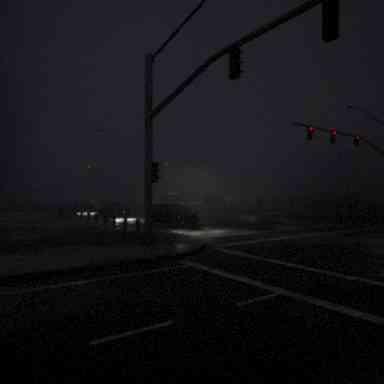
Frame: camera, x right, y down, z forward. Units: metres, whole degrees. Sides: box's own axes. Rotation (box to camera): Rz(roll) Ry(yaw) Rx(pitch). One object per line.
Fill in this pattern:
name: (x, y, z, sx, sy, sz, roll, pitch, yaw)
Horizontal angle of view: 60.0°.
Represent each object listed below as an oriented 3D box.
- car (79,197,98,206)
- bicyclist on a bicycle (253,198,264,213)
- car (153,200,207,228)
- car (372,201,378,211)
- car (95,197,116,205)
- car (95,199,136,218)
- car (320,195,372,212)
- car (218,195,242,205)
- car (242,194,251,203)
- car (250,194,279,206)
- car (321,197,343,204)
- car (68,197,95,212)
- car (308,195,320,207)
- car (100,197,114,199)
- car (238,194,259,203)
car: (-18.509, 1.661, 59.369, 1.994, 1.385, 4.181, 0, 0, -36)
bicyclist on a bicycle: (7.237, 1.431, 35.998, 1.656, 1.620, 0.582, 0, 0, -36)
car: (-1.391, 1.538, 23.174, 1.882, 1.535, 5.008, 0, 0, -36)
car: (20.230, 1.347, 40.292, 1.905, 1.878, 3.866, 0, 0, -36)
car: (-16.172, 1.661, 61.965, 2.033, 1.411, 5.357, 0, 0, -36)
car: (-7.175, 1.625, 31.240, 1.994, 1.385, 4.181, 0, 0, -36)
car: (17.841, 1.330, 38.657, 1.932, 1.855, 4.605, 0, 0, -36)
car: (8.241, 1.629, 71.737, 1.970, 1.475, 3.806, 0, 0, -36)
car: (10.599, 1.611, 73.415, 1.784, 1.438, 3.905, 0, 0, -36)
car: (12.301, 1.600, 56.089, 1.970, 1.475, 3.806, 0, 0, -36)
car: (28.410, 1.662, 67.591, 1.784, 1.438, 3.905, 0, 0, -36)
car: (-13.274, 1.609, 39.755, 2.033, 1.411, 5.357, 0, 0, -36)
car: (26.015, 1.438, 65.964, 1.932, 1.855, 4.605, 0, 0, -36)
car: (-13.337, 1.588, 52.181, 2.128, 1.511, 4.902, 0, 0, -36)
car: (12.757, 1.413, 75.013, 1.932, 1.855, 4.605, 0, 0, -36)
